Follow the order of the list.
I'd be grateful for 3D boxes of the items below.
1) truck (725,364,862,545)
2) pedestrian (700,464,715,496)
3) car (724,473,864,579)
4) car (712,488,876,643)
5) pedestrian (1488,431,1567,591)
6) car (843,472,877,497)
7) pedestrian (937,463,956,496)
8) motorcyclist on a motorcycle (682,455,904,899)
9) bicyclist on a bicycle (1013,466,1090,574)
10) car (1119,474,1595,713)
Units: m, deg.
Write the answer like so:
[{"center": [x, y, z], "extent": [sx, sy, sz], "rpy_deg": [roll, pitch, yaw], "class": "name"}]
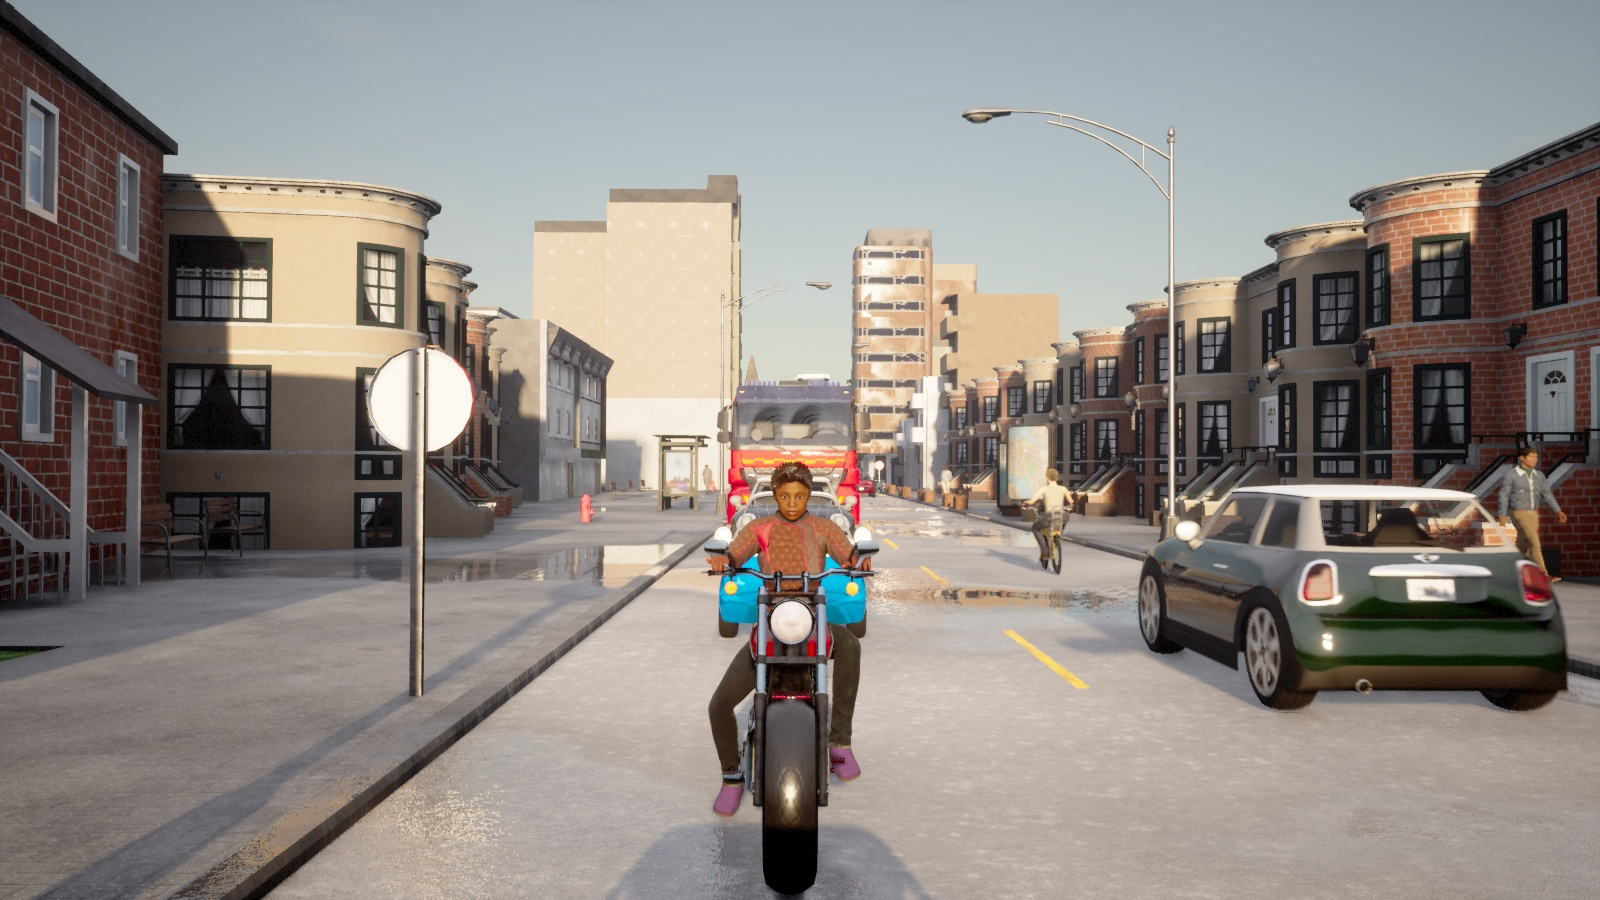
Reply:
[{"center": [-0.150, 0.167, 30.826], "extent": [2.891, 3.827, 8.468], "rpy_deg": [0, -1, 0], "class": "truck"}, {"center": [-5.627, 1.828, 76.498], "extent": [0.659, 1.952, 0.873], "rpy_deg": [0, -1, -23], "class": "pedestrian"}, {"center": [-0.096, 1.109, 19.632], "extent": [1.970, 1.475, 3.806], "rpy_deg": [0, -1, 0], "class": "car"}, {"center": [-0.062, 1.078, 12.451], "extent": [1.481, 1.376, 2.207], "rpy_deg": [0, -1, 0], "class": "car"}, {"center": [9.107, 0.752, 15.744], "extent": [0.423, 1.949, 0.788], "rpy_deg": [0, -1, -10], "class": "pedestrian"}, {"center": [3.639, 2.094, 76.460], "extent": [1.816, 1.474, 4.193], "rpy_deg": [0, -1, 0], "class": "car"}, {"center": [8.288, 1.681, 71.016], "extent": [0.874, 1.855, 0.900], "rpy_deg": [-1, -1, 22], "class": "pedestrian"}, {"center": [-0.031, 0.858, 5.541], "extent": [0.766, 1.649, 2.350], "rpy_deg": [0, -1, 0], "class": "motorcyclist on a motorcycle"}, {"center": [3.909, 1.064, 19.635], "extent": [0.866, 1.612, 1.509], "rpy_deg": [0, -1, -1], "class": "bicyclist on a bicycle"}, {"center": [3.953, 0.927, 9.728], "extent": [1.970, 1.475, 3.806], "rpy_deg": [0, -1, 0], "class": "car"}]
